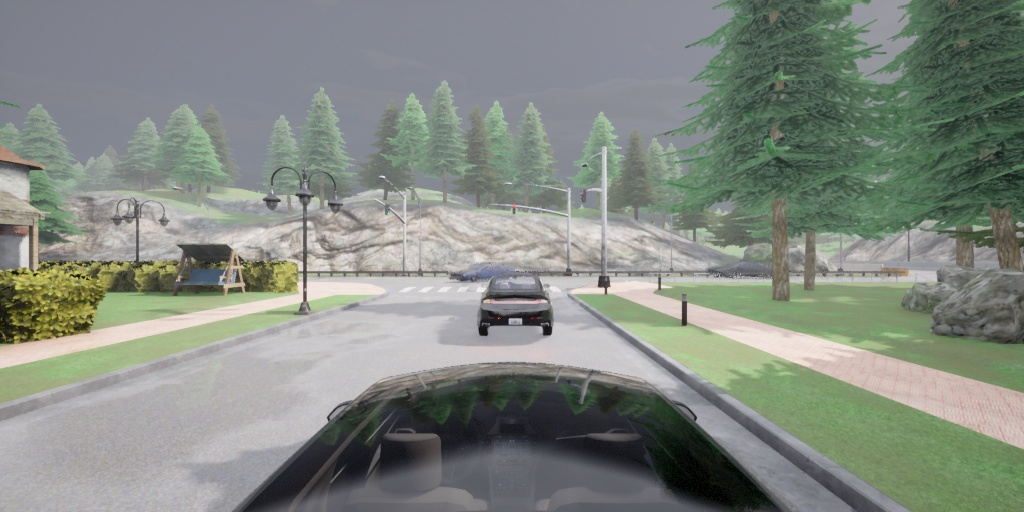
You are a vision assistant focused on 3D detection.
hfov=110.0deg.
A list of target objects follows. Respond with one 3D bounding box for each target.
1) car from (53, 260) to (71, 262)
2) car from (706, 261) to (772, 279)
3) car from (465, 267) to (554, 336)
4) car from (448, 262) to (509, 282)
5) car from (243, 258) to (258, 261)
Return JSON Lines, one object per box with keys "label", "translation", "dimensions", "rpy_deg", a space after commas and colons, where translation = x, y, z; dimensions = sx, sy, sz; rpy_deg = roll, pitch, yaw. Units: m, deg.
{"label": "car", "translation": [-32.203, 1.066, 25.924], "dimensions": [5.008, 1.535, 1.882], "rpy_deg": [1, 0, 0]}
{"label": "car", "translation": [19.003, 1.135, 29.494], "dimensions": [5.357, 1.411, 2.033], "rpy_deg": [0, 0, 0]}
{"label": "car", "translation": [0.098, 1.242, 10.383], "dimensions": [2.128, 1.511, 4.902], "rpy_deg": [0, 0, 1]}
{"label": "car", "translation": [-2.053, 1.163, 26.541], "dimensions": [2.033, 1.411, 5.357], "rpy_deg": [0, 1, 44]}
{"label": "car", "translation": [-19.143, 0.940, 25.895], "dimensions": [4.553, 1.767, 2.097], "rpy_deg": [0, 0, 0]}
